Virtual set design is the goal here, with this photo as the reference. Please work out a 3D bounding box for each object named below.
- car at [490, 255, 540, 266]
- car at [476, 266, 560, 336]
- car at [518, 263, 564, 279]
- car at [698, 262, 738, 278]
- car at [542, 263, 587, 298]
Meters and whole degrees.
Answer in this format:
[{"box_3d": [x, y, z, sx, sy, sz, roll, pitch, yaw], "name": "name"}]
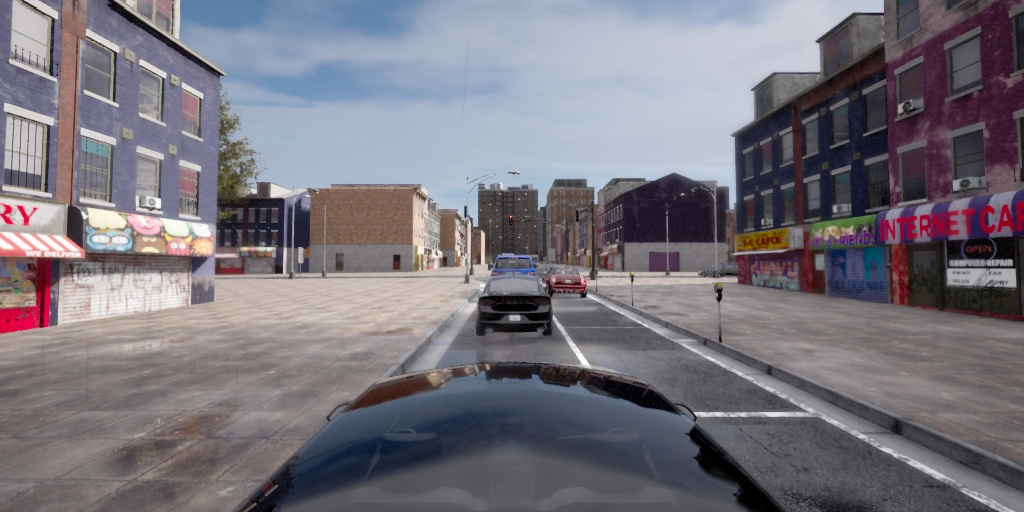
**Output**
[{"box_3d": [0.069, 0.991, 18.068, 2.150, 2.045, 5.566, 0, 0, 0], "name": "car"}, {"box_3d": [0.036, 1.235, 10.495, 1.882, 1.535, 5.008, 0, 0, -1], "name": "car"}, {"box_3d": [2.641, 1.389, 33.659, 4.181, 1.385, 1.994, 0, -2, 0], "name": "car"}, {"box_3d": [20.036, 1.311, 33.570, 4.902, 1.511, 2.128, 0, -2, 0], "name": "car"}, {"box_3d": [2.616, 1.210, 18.755, 1.967, 1.591, 4.097, 0, 0, 0], "name": "car"}]
